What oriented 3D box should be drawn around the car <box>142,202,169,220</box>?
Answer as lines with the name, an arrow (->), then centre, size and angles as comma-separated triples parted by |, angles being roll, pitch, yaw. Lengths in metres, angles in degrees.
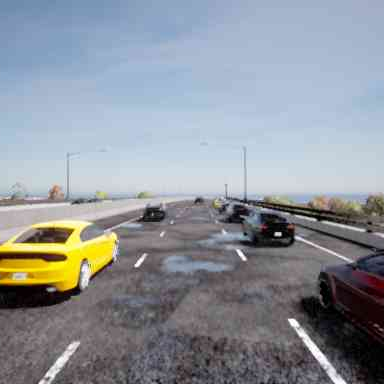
car -> -3.130, 1.615, 29.146 | 2.128, 1.511, 4.902 | 0, 0, 1

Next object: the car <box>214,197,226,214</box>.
car -> 3.938, 1.663, 37.912 | 2.128, 1.511, 4.902 | 0, 0, 1

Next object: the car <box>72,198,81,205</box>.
car -> -19.958, 1.812, 59.887 | 1.837, 1.490, 4.892 | 0, 0, 3

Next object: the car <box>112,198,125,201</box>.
car -> -12.997, 1.798, 59.075 | 2.128, 1.511, 4.902 | 0, 0, 3

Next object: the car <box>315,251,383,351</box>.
car -> 3.509, 1.583, 5.146 | 1.994, 1.385, 4.181 | 0, 0, 0

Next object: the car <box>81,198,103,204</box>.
car -> -16.589, 1.789, 56.533 | 1.837, 1.490, 4.892 | 0, 0, 2

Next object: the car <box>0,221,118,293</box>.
car -> -3.364, 1.511, 8.987 | 1.882, 1.535, 5.008 | 0, 0, 0

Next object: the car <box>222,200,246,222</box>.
car -> 3.726, 1.641, 26.990 | 1.812, 1.442, 4.674 | 0, 0, 1

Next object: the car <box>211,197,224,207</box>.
car -> 4.570, 1.746, 59.748 | 2.033, 1.649, 4.856 | 0, 0, 2

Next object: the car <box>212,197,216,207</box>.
car -> 4.219, 1.715, 48.831 | 1.882, 1.535, 5.008 | 0, 0, 2

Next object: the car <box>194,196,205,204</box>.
car -> 1.396, 1.775, 68.994 | 1.837, 1.490, 4.892 | 0, 0, 2

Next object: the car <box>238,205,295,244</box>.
car -> 3.582, 1.591, 16.069 | 1.812, 1.442, 4.674 | 0, 0, 1

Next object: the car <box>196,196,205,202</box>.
car -> 2.298, 1.821, 88.281 | 2.097, 1.767, 4.553 | 0, -1, 3
